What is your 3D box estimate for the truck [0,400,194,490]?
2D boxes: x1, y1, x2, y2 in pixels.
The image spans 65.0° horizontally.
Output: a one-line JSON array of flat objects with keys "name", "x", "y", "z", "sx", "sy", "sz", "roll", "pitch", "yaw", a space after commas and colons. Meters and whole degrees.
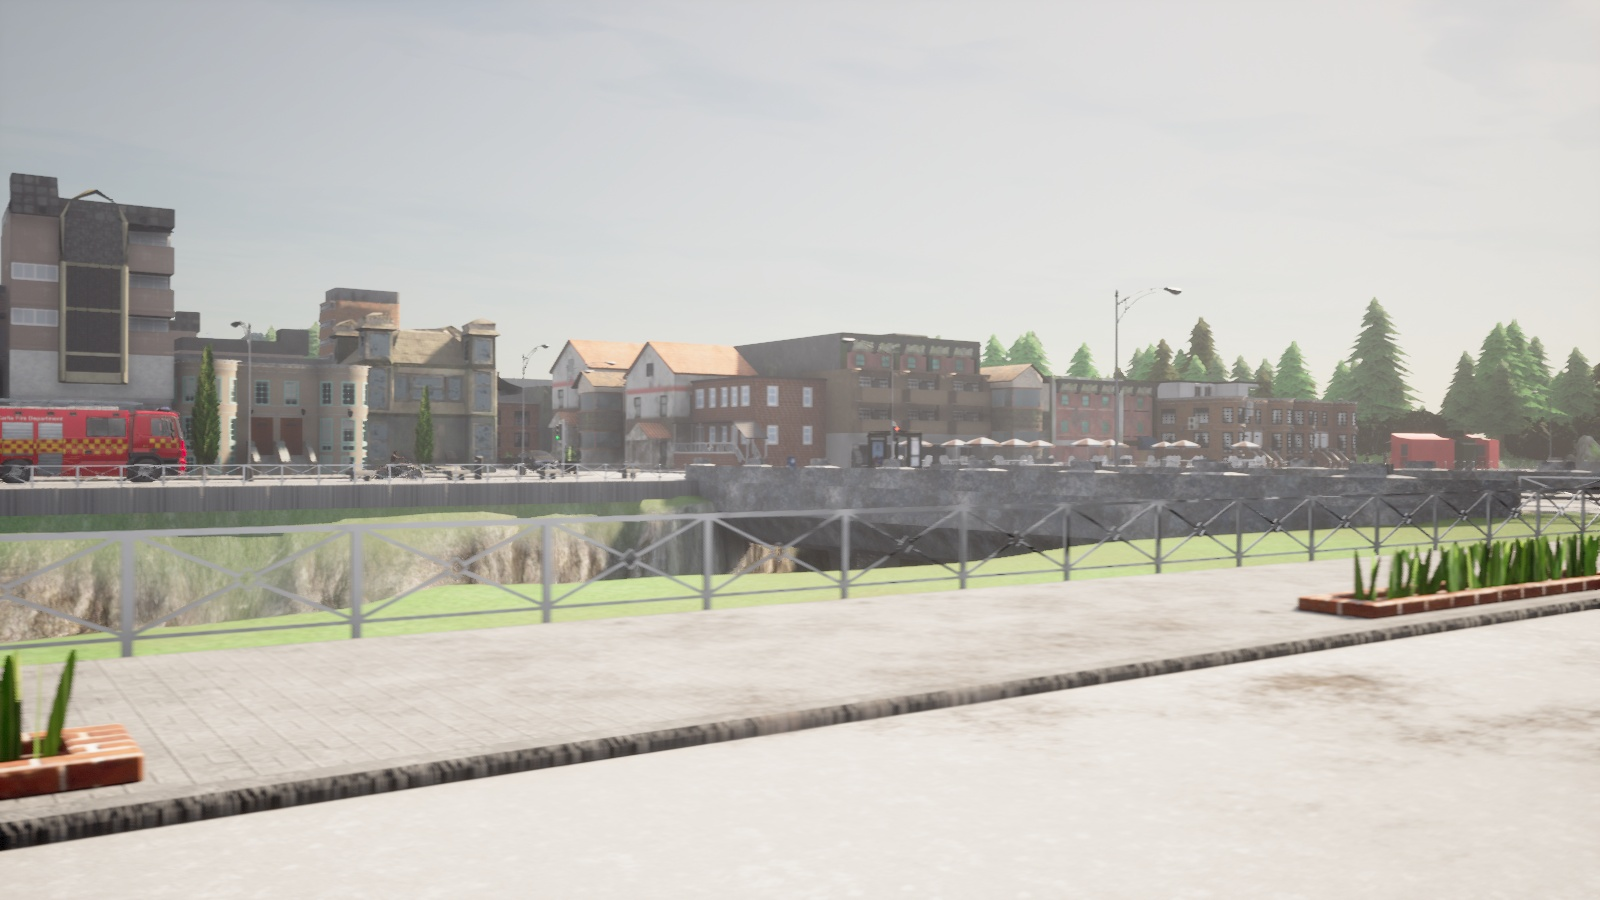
[{"name": "truck", "x": -32.373, "y": -0.212, "z": 56.933, "sx": 8.468, "sy": 3.827, "sz": 2.891, "roll": 0, "pitch": 0, "yaw": -35}]

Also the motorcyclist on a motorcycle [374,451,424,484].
[{"name": "motorcyclist on a motorcycle", "x": -20.750, "y": 0.898, "z": 65.026, "sx": 2.350, "sy": 1.649, "sz": 0.766, "roll": 0, "pitch": 0, "yaw": -35}]

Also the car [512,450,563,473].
[{"name": "car", "x": -20.138, "y": 0.867, "z": 96.185, "sx": 2.242, "sy": 1.667, "sz": 4.611, "roll": 0, "pitch": 0, "yaw": -35}]
